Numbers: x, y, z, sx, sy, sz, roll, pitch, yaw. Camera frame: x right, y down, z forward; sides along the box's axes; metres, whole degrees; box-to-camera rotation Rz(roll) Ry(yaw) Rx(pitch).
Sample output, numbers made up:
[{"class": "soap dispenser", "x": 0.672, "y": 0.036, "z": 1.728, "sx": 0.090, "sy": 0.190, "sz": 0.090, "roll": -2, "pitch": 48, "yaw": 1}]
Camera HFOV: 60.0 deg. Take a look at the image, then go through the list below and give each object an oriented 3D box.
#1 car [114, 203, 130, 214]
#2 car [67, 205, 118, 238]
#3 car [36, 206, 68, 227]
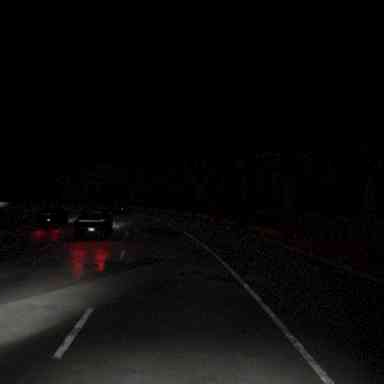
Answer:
[{"class": "car", "x": -9.226, "y": 2.100, "z": 42.032, "sx": 1.994, "sy": 1.385, "sz": 4.181, "roll": 0, "pitch": -1, "yaw": -24}, {"class": "car", "x": -5.668, "y": 1.742, "z": 19.504, "sx": 2.128, "sy": 1.511, "sz": 4.902, "roll": 0, "pitch": -1, "yaw": -11}, {"class": "car", "x": -10.872, "y": 1.831, "z": 26.122, "sx": 2.128, "sy": 1.511, "sz": 4.902, "roll": 0, "pitch": -1, "yaw": -15}]
